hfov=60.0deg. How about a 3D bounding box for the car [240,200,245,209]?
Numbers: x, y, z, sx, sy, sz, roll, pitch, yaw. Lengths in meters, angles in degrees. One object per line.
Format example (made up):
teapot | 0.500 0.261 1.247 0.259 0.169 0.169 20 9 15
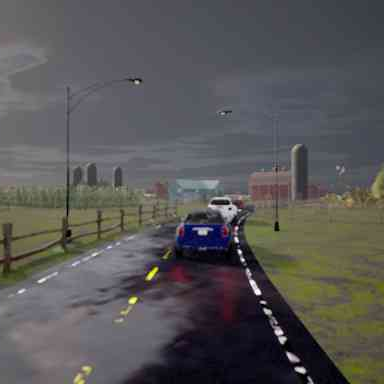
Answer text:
car | 7.354 2.020 54.487 1.882 1.535 5.008 0 -1 21

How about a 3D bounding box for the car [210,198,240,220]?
car | 2.665 1.491 28.545 2.150 2.045 5.566 0 0 11

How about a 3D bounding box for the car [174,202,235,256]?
car | 0.576 1.481 13.879 2.097 1.767 4.553 0 -1 5
